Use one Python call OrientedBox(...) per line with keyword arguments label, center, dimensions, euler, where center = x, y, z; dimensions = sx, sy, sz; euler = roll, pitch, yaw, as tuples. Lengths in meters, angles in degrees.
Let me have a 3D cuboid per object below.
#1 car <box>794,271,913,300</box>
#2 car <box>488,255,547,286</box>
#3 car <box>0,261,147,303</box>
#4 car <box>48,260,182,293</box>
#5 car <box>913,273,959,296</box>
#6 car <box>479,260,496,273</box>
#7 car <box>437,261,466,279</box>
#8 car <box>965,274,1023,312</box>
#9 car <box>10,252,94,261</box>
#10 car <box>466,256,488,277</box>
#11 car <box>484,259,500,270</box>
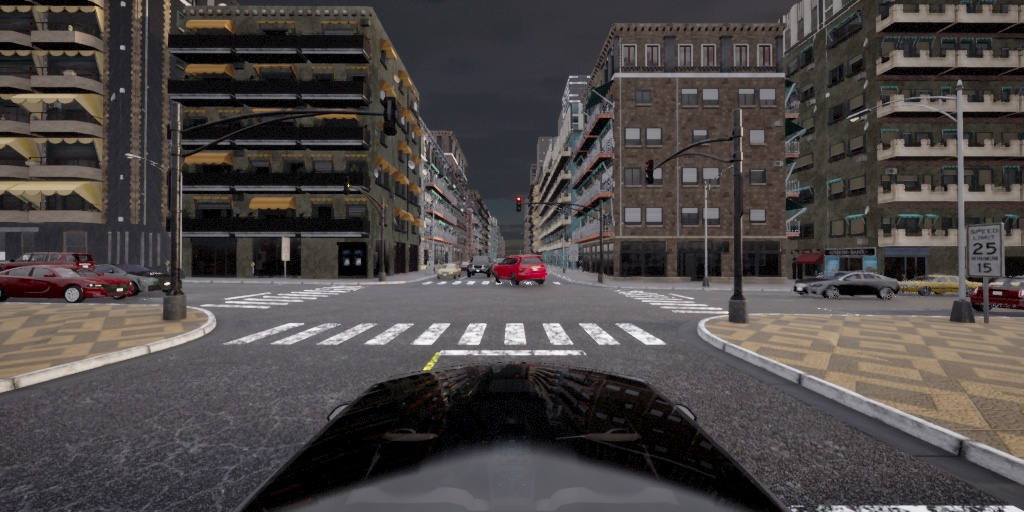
OrientedBox(label="car", center=(18.272, 1.567, 19.714), dimensions=(4.902, 1.511, 2.128), euler=(1, -1, 0))
OrientedBox(label="car", center=(0.446, 0.976, 25.551), dimensions=(2.150, 2.045, 5.566), euler=(-2, 1, -24))
OrientedBox(label="car", center=(-17.251, 1.012, 13.684), dimensions=(4.507, 1.381, 1.888), euler=(0, 0, 0))
OrientedBox(label="car", center=(-17.663, 1.050, 16.275), dimensions=(4.181, 1.385, 1.994), euler=(1, -1, -1))
OrientedBox(label="car", center=(26.266, 1.755, 22.318), dimensions=(4.829, 1.417, 1.751), euler=(0, 0, 0))
OrientedBox(label="car", center=(-3.056, 1.266, 45.260), dimensions=(1.837, 1.490, 4.892), euler=(0, 0, 0))
OrientedBox(label="car", center=(-5.659, 1.283, 32.645), dimensions=(1.751, 1.417, 4.829), euler=(0, 0, 0))
OrientedBox(label="car", center=(20.847, 1.501, 13.968), dimensions=(4.097, 1.591, 1.967), euler=(0, 0, 0))
OrientedBox(label="car", center=(-28.626, 0.687, 21.989), dimensions=(5.009, 1.841, 2.192), euler=(0, 0, 0))
OrientedBox(label="car", center=(-3.067, 0.980, 35.221), dimensions=(2.150, 2.045, 5.566), euler=(0, 0, 0))
OrientedBox(label="car", center=(-3.037, 1.257, 55.707), dimensions=(2.128, 1.511, 4.902), euler=(0, 0, 0))
